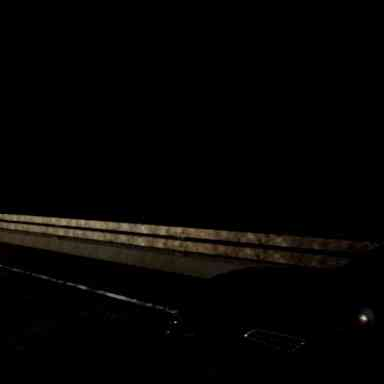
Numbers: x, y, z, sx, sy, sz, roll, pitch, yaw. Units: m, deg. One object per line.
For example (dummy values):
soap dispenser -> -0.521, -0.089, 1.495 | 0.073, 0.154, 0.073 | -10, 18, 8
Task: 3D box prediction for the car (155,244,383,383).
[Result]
car -> 2.298, 1.222, 2.353 | 5.566, 2.045, 2.150 | 0, 0, 35
